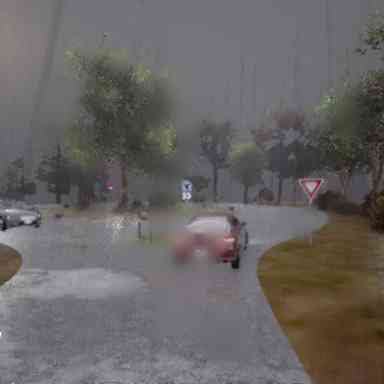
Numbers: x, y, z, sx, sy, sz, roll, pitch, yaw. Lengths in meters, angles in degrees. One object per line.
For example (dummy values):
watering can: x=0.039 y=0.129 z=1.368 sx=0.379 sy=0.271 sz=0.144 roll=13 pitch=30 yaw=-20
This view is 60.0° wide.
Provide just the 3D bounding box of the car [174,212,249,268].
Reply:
car: x=0.725 y=1.364 z=10.622 sx=1.812 sy=1.442 sz=4.674 roll=0 pitch=1 yaw=13

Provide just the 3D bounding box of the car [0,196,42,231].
car: x=-10.028 y=1.217 z=18.307 sx=4.902 sy=1.511 sz=2.128 roll=1 pitch=1 yaw=42
